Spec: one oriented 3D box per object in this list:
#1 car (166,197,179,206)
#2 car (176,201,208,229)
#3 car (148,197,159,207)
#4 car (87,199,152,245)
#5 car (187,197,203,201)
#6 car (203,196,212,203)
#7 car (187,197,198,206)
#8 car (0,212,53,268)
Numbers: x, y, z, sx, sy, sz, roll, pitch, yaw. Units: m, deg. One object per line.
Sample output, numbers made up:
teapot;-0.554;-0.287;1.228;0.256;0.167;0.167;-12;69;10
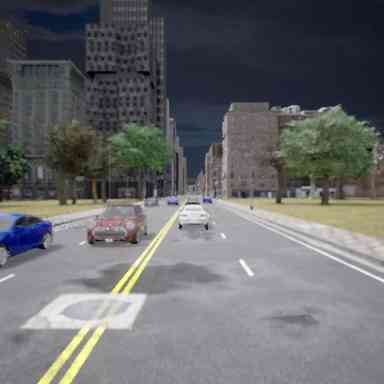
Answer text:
car;-3.300;1.619;57.318;1.882;1.535;5.008;0;0;1
car;0.098;1.567;22.109;1.812;1.442;4.674;0;0;0
car;-6.560;1.624;54.623;2.128;1.511;4.902;0;0;0
car;-3.351;1.380;15.717;2.097;1.767;4.553;0;0;0
car;0.095;1.593;40.154;1.837;1.490;4.892;0;0;0
car;3.242;1.673;72.286;1.882;1.535;5.008;0;0;0
car;0.093;1.625;59.079;1.882;1.535;5.008;0;0;0
car;-6.601;1.498;11.589;1.882;1.535;5.008;0;0;0
